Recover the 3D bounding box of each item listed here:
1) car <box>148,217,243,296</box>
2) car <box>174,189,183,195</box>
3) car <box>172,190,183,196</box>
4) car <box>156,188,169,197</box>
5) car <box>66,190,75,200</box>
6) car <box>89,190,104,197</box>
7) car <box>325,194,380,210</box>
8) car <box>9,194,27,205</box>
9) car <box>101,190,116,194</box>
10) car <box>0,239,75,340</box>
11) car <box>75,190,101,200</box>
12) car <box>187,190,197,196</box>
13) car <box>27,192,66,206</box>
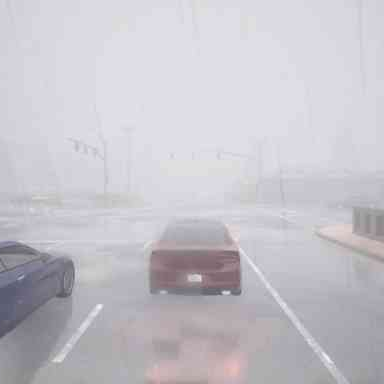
[{"bbox_3d":[0.114,1.361,8.460,1.882,1.535,5.008,0,1,1],"label":"car"},{"bbox_3d":[-3.482,0.056,87.615,2.033,1.411,5.357,0,1,0],"label":"car"},{"bbox_3d":[-3.482,0.253,76.995,1.994,1.385,4.181,0,1,0],"label":"car"},{"bbox_3d":[-6.983,0.293,73.940,2.033,1.411,5.357,0,1,0],"label":"car"},{"bbox_3d":[-21.054,0.378,58.109,2.097,1.767,4.553,0,1,0],"label":"car"},{"bbox_3d":[-20.985,0.290,73.171,1.812,1.442,4.674,0,1,0],"label":"car"},{"bbox_3d":[15.514,0.979,32.251,4.892,1.490,1.837,0,1,2],"label":"car"},{"bbox_3d":[-21.090,0.906,42.011,1.895,1.301,4.718,0,1,0],"label":"car"},{"bbox_3d":[-17.485,0.316,71.670,1.812,1.442,4.674,0,1,0],"label":"car"},{"bbox_3d":[-3.434,1.458,5.276,1.812,1.442,4.674,0,1,0],"label":"car"},{"bbox_3d":[-17.568,0.546,56.457,2.128,1.511,4.902,0,1,0],"label":"car"},{"bbox_3d":[0.021,0.211,76.363,1.837,1.490,4.892,0,1,0],"label":"car"},{"bbox_3d":[-17.591,0.810,40.422,1.882,1.535,5.008,0,1,0],"label":"car"}]
